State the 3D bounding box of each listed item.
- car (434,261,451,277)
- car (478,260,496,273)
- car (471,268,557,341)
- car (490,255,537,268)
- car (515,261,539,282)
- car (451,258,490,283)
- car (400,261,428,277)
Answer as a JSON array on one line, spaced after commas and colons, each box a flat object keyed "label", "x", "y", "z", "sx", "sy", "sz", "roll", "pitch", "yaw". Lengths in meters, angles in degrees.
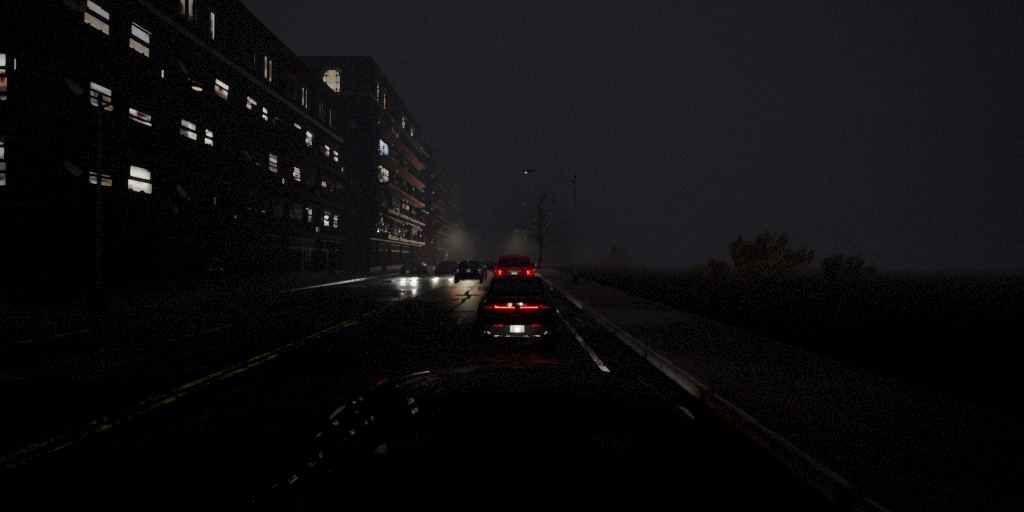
[{"label": "car", "x": -6.567, "y": 1.229, "z": 36.428, "sx": 1.882, "sy": 1.535, "sz": 5.008, "roll": 0, "pitch": 0, "yaw": 0}, {"label": "car", "x": -3.106, "y": 1.228, "z": 45.007, "sx": 1.882, "sy": 1.535, "sz": 5.008, "roll": 0, "pitch": 0, "yaw": 0}, {"label": "car", "x": 0.110, "y": 1.256, "z": 9.831, "sx": 1.837, "sy": 1.490, "sz": 4.892, "roll": 0, "pitch": 0, "yaw": 0}, {"label": "car", "x": 0.118, "y": 0.973, "z": 20.178, "sx": 2.150, "sy": 2.045, "sz": 5.566, "roll": 0, "pitch": 0, "yaw": 0}, {"label": "car", "x": 1.166, "y": 1.207, "z": 30.585, "sx": 1.801, "sy": 1.575, "sz": 5.366, "roll": 0, "pitch": 0, "yaw": 0}, {"label": "car", "x": -3.124, "y": 1.106, "z": 27.944, "sx": 2.097, "sy": 1.767, "sz": 4.553, "roll": 0, "pitch": 0, "yaw": 0}, {"label": "car", "x": -9.817, "y": 1.242, "z": 36.176, "sx": 2.128, "sy": 1.511, "sz": 4.902, "roll": 0, "pitch": 0, "yaw": 0}]
